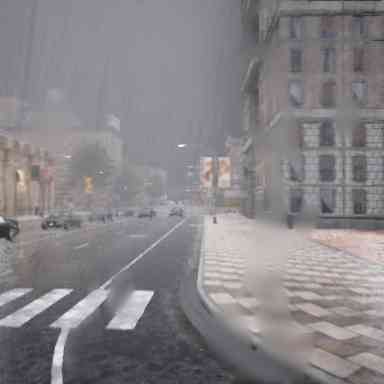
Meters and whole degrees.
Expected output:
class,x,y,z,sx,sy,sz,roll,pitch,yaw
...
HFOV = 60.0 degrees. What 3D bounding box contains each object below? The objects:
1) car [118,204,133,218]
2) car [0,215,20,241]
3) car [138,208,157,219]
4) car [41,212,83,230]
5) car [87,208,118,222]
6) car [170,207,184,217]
class,x,y,z,sx,sy,sz,roll,pitch,yaw
car,-9.610,2.833,47.261,2.128,1.511,4.902,0,-2,2
car,-10.850,1.914,17.039,2.128,1.511,4.902,0,-2,4
car,-6.032,2.855,45.071,2.033,1.411,5.357,0,-2,2
car,-10.439,2.286,26.897,1.994,1.385,4.181,0,-2,3
car,-10.026,2.530,36.864,1.837,1.490,4.892,0,-2,2
car,-2.351,3.060,50.776,2.033,1.411,5.357,0,-2,2
